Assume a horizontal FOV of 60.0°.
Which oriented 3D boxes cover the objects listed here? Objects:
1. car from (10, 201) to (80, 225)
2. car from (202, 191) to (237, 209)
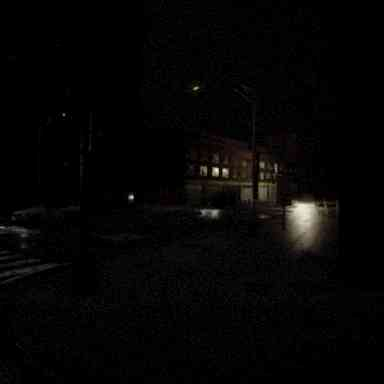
[{"bbox_3d":[-9.647,1.339,22.381,1.812,1.442,4.674,1,1,35],"label":"car"},{"bbox_3d":[3.505,0.946,40.886,2.150,2.045,5.566,1,1,36],"label":"car"}]
